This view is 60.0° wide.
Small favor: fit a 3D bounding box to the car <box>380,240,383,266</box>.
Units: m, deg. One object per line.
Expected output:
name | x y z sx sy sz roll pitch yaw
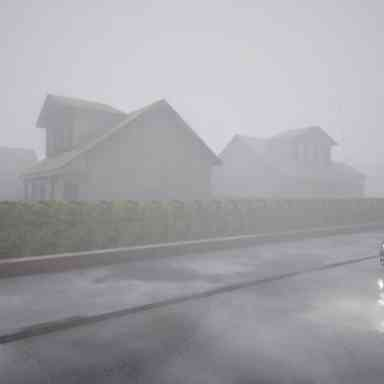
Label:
car | 7.686 1.593 10.309 4.902 1.511 2.128 1 0 -36
